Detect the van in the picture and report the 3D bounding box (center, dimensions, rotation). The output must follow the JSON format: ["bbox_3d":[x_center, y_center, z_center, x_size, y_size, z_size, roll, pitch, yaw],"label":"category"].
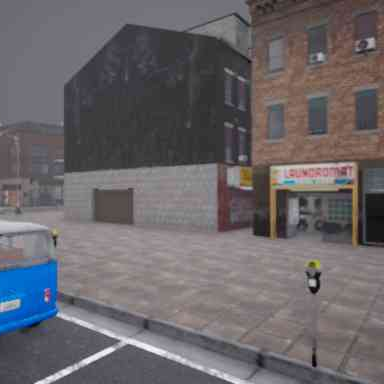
[{"bbox_3d":[-4.005,1.324,5.674,3.998,1.788,1.690,0,0,35],"label":"van"}]
